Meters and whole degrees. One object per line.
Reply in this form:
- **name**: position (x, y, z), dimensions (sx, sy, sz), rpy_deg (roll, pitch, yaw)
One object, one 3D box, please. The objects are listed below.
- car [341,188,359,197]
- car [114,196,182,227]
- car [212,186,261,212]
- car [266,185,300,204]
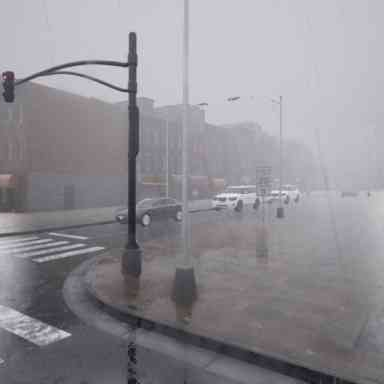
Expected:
- **car**: position (24.995, 0.089, 52.520), dimensions (2.033, 1.411, 5.357), rpy_deg (0, 2, 35)
- **car**: position (-2.302, 1.050, 19.340), dimensions (1.837, 1.490, 4.892), rpy_deg (0, 2, 36)
- **car**: position (3.899, 0.491, 28.032), dimensions (2.150, 2.045, 5.566), rpy_deg (0, 2, 35)
- **car**: position (10.166, 0.224, 36.795), dimensions (2.150, 2.045, 5.566), rpy_deg (0, 2, 35)
